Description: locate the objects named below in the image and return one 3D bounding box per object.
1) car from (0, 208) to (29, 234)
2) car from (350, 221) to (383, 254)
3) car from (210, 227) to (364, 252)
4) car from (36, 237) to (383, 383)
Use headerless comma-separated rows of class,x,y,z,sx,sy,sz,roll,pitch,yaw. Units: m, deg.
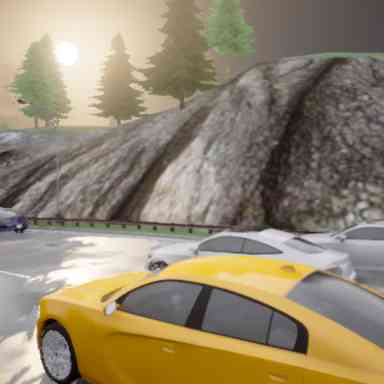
car,-10.931,1.583,17.916,4.674,1.442,1.812,0,0,24
car,4.865,1.510,9.024,4.674,1.442,1.812,0,0,35
car,1.039,1.525,7.409,4.674,1.442,1.812,0,0,34
car,0.257,1.478,3.718,5.008,1.535,1.882,0,0,35
